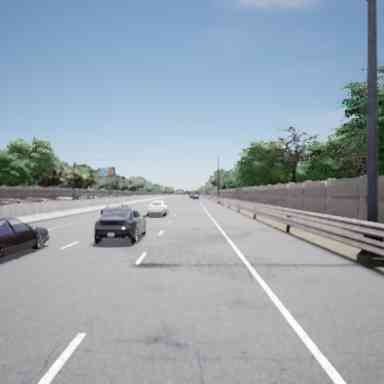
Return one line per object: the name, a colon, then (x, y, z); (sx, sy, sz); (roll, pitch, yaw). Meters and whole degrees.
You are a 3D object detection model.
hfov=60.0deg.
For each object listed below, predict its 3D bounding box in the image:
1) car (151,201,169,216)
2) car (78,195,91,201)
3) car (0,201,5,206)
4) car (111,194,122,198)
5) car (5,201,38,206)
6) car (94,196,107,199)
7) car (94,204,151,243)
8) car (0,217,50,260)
car: (-3.388, 1.600, 33.437); (1.812, 1.442, 4.674); (0, 0, 0)
car: (-24.476, 1.484, 75.818); (1.882, 1.535, 5.008); (0, 0, 0)
car: (-21.079, 1.642, 35.193); (1.994, 1.385, 4.181); (0, 0, 0)
car: (-17.476, 1.167, 77.286); (2.097, 1.767, 4.553); (0, 0, 0)
car: (-17.580, 1.643, 35.631); (1.994, 1.385, 4.181); (0, 0, 0)
car: (-20.976, 1.556, 76.619); (1.895, 1.301, 4.718); (0, 0, 0)
car: (-3.394, 1.544, 16.372); (1.837, 1.490, 4.892); (0, 0, 0)
car: (-6.892, 1.576, 11.522); (2.033, 1.411, 5.357); (0, 0, 0)
